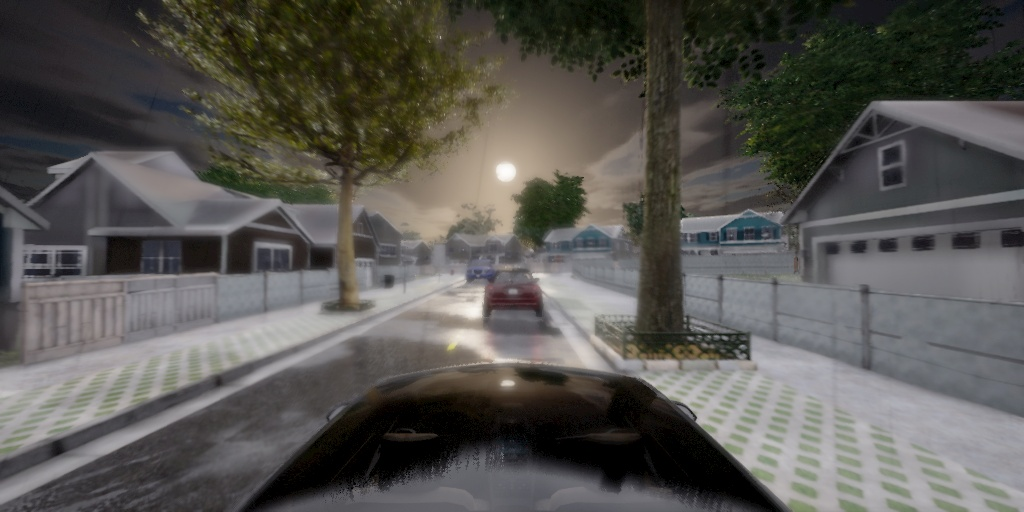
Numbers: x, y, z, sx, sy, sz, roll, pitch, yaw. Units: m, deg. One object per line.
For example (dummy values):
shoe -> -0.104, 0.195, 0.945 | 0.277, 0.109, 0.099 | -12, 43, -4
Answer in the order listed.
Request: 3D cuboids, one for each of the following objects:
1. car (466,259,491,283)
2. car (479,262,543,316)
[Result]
car -> -2.778, 1.327, 32.314 | 2.150, 2.045, 5.566 | 0, -1, 1
car -> 0.051, 1.245, 14.255 | 2.097, 1.767, 4.553 | 0, -1, 0
